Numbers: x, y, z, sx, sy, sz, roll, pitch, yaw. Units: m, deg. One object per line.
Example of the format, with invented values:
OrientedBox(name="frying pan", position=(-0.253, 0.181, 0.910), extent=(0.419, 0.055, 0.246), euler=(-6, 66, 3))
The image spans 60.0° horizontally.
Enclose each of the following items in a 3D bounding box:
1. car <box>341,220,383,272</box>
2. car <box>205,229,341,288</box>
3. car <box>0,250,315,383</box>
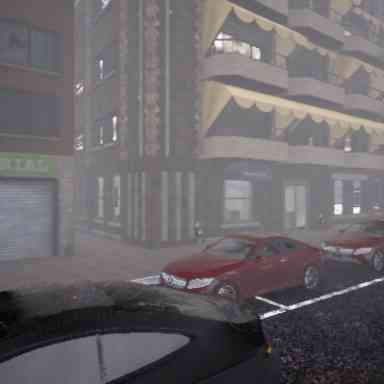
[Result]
OrientedBox(name="car", position=(5.878, 1.590, 10.756), extent=(4.206, 1.307, 1.802), euler=(0, 0, -36))
OrientedBox(name="car", position=(1.280, 1.586, 7.475), extent=(4.206, 1.307, 1.802), euler=(0, 0, -36))
OrientedBox(name="car", position=(-1.328, 1.526, 2.430), extent=(4.674, 1.442, 1.812), euler=(0, 0, -36))
